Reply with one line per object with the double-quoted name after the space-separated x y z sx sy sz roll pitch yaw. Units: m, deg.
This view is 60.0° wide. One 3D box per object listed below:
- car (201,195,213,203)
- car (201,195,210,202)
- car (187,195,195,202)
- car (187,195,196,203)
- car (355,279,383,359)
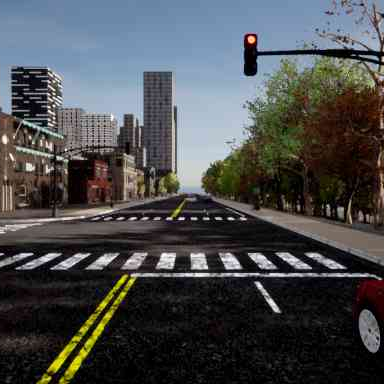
3.196 1.522 65.807 2.033 1.411 5.357 0 0 0 "car"
3.076 1.469 76.301 1.837 1.490 4.892 0 0 0 "car"
-0.178 1.468 77.360 1.837 1.490 4.892 0 0 0 "car"
-0.055 1.575 67.321 1.895 1.301 4.718 0 0 0 "car"
3.343 1.477 2.940 1.882 1.535 5.008 0 0 0 "car"
